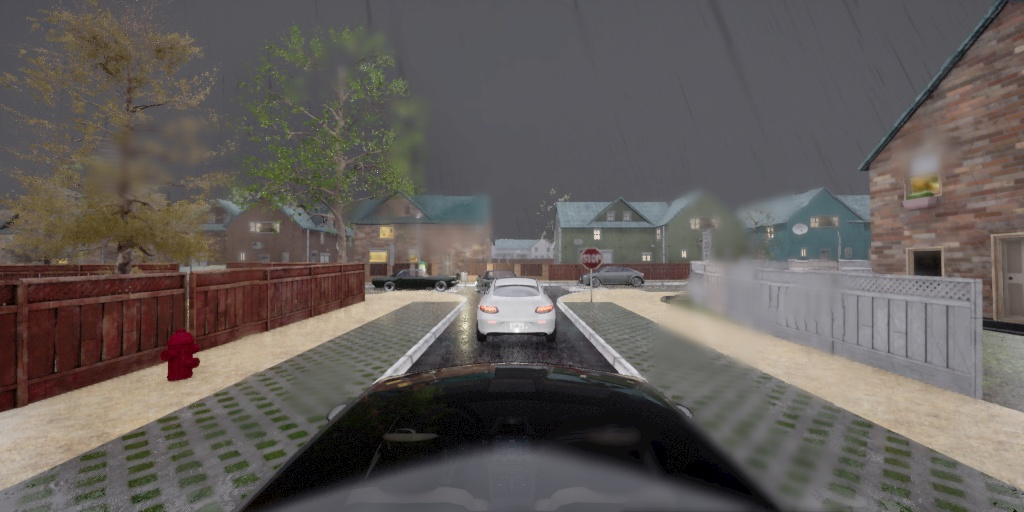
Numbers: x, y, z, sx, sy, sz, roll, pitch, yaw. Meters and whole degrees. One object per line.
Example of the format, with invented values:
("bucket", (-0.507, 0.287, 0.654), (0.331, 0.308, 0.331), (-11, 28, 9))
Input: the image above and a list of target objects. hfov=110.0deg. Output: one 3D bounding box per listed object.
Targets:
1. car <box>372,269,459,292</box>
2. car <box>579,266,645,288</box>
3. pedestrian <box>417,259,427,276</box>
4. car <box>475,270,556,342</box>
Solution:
("car", (-5.496, 1.417, 20.913), (4.718, 1.301, 1.895), (-1, -1, 1))
("car", (6.523, 1.344, 23.712), (4.181, 1.385, 1.994), (0, -1, 1))
("pedestrian", (-6.718, 1.119, 26.797), (0.375, 1.860, 0.375), (0, -1, 1))
("car", (0.097, 1.280, 9.713), (1.812, 1.442, 4.674), (0, 0, 0))
